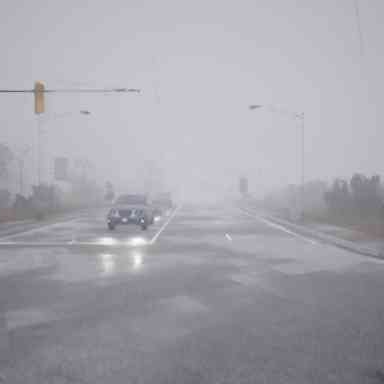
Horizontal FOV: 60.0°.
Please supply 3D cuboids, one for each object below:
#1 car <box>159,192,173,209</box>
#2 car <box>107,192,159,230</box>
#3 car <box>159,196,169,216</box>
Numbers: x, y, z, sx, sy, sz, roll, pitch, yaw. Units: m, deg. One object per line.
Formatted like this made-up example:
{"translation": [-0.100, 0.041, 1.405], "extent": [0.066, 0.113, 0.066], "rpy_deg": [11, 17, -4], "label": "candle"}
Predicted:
{"translation": [-3.566, 1.022, 41.751], "extent": [2.150, 2.045, 5.566], "rpy_deg": [0, 0, 0], "label": "car"}
{"translation": [-3.588, 1.123, 20.496], "extent": [2.150, 2.045, 5.566], "rpy_deg": [0, 0, 0], "label": "car"}
{"translation": [-3.580, 1.398, 31.110], "extent": [2.033, 1.411, 5.357], "rpy_deg": [0, 0, 0], "label": "car"}
